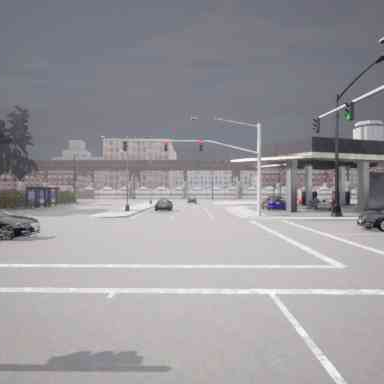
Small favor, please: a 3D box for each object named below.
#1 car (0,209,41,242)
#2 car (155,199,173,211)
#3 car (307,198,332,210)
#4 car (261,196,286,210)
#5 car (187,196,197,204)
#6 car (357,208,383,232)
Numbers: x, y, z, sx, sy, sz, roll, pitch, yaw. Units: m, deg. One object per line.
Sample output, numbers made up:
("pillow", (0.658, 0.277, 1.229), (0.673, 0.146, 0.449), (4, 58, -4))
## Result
("car", (-9.851, 1.491, 15.919), (4.902, 1.511, 2.128), (0, 0, 1))
("car", (-3.406, 1.564, 40.970), (1.994, 1.385, 4.181), (0, 0, 0))
("car", (15.469, 1.456, 40.486), (1.970, 1.475, 3.806), (0, 0, 0))
("car", (9.724, 1.295, 39.725), (2.242, 1.667, 4.611), (0, 0, 0))
("car", (0.022, 1.547, 64.404), (2.033, 1.411, 5.357), (0, 0, 0))
("car", (12.297, 1.505, 19.562), (4.892, 1.490, 1.837), (0, 0, -1))
